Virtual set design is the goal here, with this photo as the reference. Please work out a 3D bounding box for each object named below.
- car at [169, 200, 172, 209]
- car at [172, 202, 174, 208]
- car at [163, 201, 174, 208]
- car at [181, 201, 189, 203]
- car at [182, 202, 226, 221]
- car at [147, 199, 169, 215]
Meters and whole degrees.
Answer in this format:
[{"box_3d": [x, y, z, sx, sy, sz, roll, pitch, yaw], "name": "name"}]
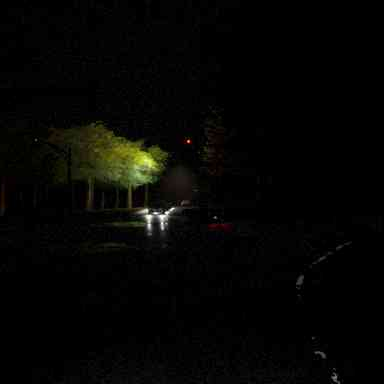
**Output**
[{"box_3d": [-4.405, 2.080, 49.085, 1.812, 1.442, 4.674, 0, -1, -1], "name": "car"}, {"box_3d": [-4.607, 2.073, 58.017, 2.097, 1.767, 4.553, 0, -1, -1], "name": "car"}, {"box_3d": [-4.779, 2.566, 68.247, 1.895, 1.301, 4.718, 0, -2, -1], "name": "car"}, {"box_3d": [-1.559, 2.824, 80.652, 1.882, 1.535, 5.008, 0, -2, -1], "name": "car"}, {"box_3d": [0.933, 1.807, 28.875, 1.895, 1.301, 4.718, 0, -1, -26], "name": "car"}, {"box_3d": [-4.196, 1.903, 40.092, 1.837, 1.490, 4.892, 0, -1, -1], "name": "car"}]
